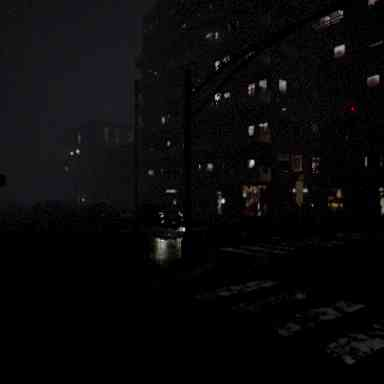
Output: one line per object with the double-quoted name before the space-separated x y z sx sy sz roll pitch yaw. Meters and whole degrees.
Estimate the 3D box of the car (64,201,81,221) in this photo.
"car" -10.161 1.897 31.047 1.752 1.417 4.829 -1 0 -36

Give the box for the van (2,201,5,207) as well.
"van" -39.174 2.375 71.641 1.690 1.788 3.998 -1 0 -36

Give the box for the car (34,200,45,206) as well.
"car" -38.965 2.707 84.907 1.947 1.339 4.313 -1 0 -36

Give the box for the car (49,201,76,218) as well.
"car" -13.471 1.999 35.680 2.008 1.369 4.403 -1 0 -36

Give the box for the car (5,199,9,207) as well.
"car" -35.958 2.506 67.146 1.887 1.381 4.507 -1 0 -36

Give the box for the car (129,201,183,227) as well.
"car" -2.562 1.580 24.841 2.097 1.767 4.553 0 -1 -36

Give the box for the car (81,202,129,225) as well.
"car" -7.049 1.740 26.691 1.967 1.590 4.097 -1 0 -36

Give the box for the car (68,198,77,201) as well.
"car" -22.919 2.093 62.447 2.192 1.841 5.009 -1 0 -36

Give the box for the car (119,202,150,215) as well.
"car" -6.962 1.939 40.125 1.752 1.417 4.829 -1 0 -36

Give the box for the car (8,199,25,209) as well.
"car" -32.748 2.328 62.651 1.967 1.590 4.097 -1 0 -36

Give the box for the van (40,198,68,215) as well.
"van" -16.688 1.864 40.176 1.690 1.788 3.998 -1 0 -36

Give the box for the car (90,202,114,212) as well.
"car" -13.283 2.125 48.970 1.947 1.339 4.313 -1 0 -36

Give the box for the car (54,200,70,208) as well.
"car" -26.124 2.395 66.939 1.887 1.381 4.507 -1 0 -36

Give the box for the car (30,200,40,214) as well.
"car" -19.898 2.036 44.671 1.967 1.590 4.097 -1 0 -36
